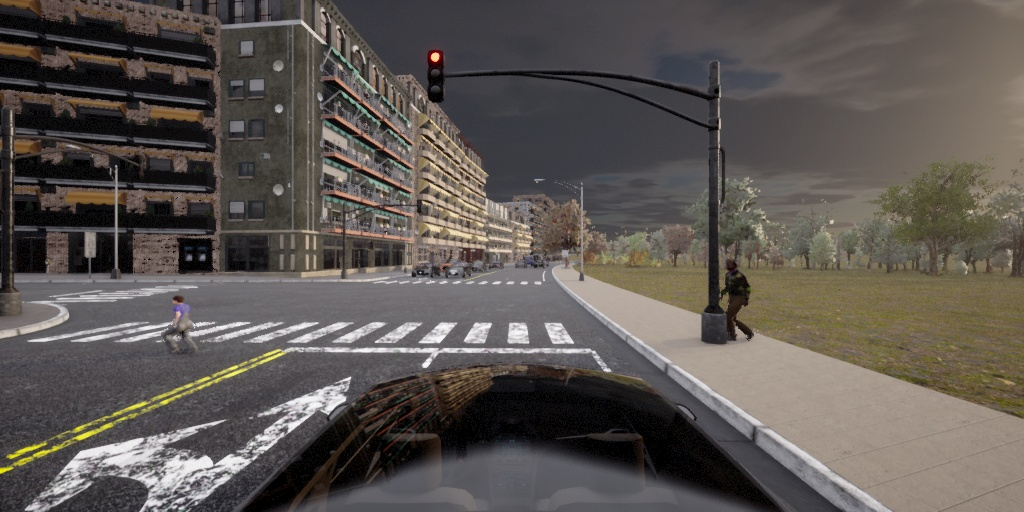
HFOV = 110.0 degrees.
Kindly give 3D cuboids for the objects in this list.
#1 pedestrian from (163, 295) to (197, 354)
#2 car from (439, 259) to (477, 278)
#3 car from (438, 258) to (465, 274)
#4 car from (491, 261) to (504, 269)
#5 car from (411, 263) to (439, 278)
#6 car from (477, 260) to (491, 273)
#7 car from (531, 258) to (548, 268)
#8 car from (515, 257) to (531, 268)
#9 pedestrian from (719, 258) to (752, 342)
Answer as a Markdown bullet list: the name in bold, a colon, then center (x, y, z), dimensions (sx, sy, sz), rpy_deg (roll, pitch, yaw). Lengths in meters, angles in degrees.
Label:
- **pedestrian**: center (-6.702, 1.325, 7.266), dimensions (0.375, 1.300, 0.375), rpy_deg (0, 0, 1)
- **car**: center (-5.131, 1.301, 34.976), dimensions (2.128, 1.511, 4.902), rpy_deg (0, 0, 5)
- **car**: center (-7.476, 1.198, 44.780), dimensions (2.097, 1.767, 4.553), rpy_deg (0, 0, 6)
- **car**: center (-2.512, 1.470, 58.668), dimensions (1.994, 1.385, 4.181), rpy_deg (0, 0, 8)
- **car**: center (-8.361, 1.374, 35.347), dimensions (1.994, 1.385, 4.181), rpy_deg (0, 0, 5)
- **car**: center (-4.219, 1.353, 44.748), dimensions (1.837, 1.490, 4.892), rpy_deg (0, 0, 6)
- **car**: center (5.019, 1.447, 64.915), dimensions (1.837, 1.490, 4.892), rpy_deg (0, 0, 9)
- **car**: center (1.739, 1.432, 64.969), dimensions (2.128, 1.511, 4.902), rpy_deg (0, 0, 9)
- **pedestrian**: center (4.775, 0.893, 7.677), dimensions (0.375, 1.860, 0.375), rpy_deg (0, 0, 1)
